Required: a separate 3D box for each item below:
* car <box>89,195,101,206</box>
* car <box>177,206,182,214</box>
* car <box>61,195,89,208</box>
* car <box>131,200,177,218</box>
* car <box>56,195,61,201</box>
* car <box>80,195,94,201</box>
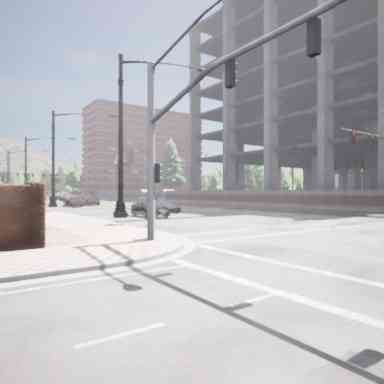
[{"bbox_3d":[-16.455,1.530,54.177,1.837,1.490,4.892,0,-1,-35],"label":"car"},{"bbox_3d":[-3.167,1.570,35.025,2.033,1.411,5.357,0,0,-35],"label":"car"},{"bbox_3d":[-17.440,1.370,49.427,2.097,1.767,4.553,0,0,-34],"label":"car"},{"bbox_3d":[-3.770,1.509,29.781,2.128,1.511,4.902,0,0,-35],"label":"car"},{"bbox_3d":[-30.965,1.622,81.080,1.895,1.301,4.718,0,0,-35],"label":"car"},{"bbox_3d":[-24.598,1.396,78.080,1.812,1.442,4.674,0,0,-35],"label":"car"}]
